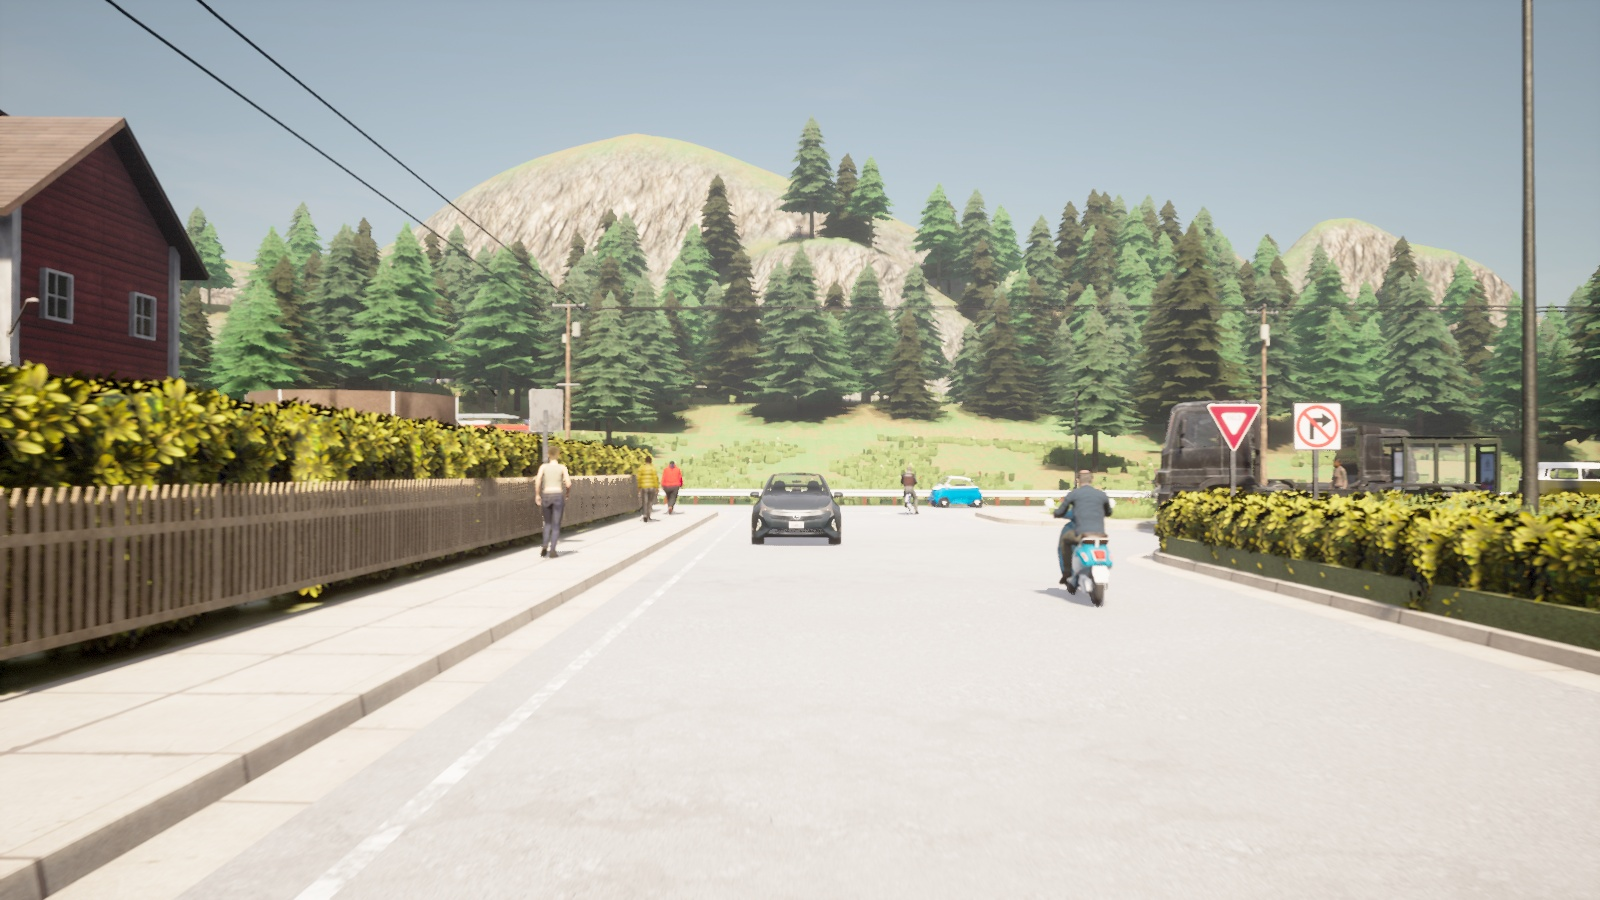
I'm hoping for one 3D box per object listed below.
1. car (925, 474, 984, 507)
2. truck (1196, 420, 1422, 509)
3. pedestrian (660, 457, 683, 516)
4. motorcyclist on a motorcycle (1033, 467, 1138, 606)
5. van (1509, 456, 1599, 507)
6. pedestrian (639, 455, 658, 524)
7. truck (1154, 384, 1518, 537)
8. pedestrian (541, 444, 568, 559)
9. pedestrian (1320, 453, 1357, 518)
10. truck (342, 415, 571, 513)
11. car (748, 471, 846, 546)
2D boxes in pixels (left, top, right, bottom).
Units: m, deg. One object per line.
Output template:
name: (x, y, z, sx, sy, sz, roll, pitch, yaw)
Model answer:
car: (6.620, 1.746, 53.981, 2.207, 1.376, 1.481, 1, -1, -9)
truck: (20.464, 0.602, 50.814, 7.936, 3.462, 2.891, 0, -1, 0)
pedestrian: (-4.100, 1.157, 40.078, 0.634, 1.844, 0.899, 0, -1, 2)
motorcyclist on a motorcycle: (3.463, 1.012, 15.399, 0.866, 1.590, 1.817, 0, -1, 0)
van: (31.517, 1.262, 50.771, 4.480, 2.038, 2.069, 0, -1, 0)
pedestrian: (-4.104, 1.056, 34.032, 0.431, 1.840, 0.709, 0, -1, -1)
truck: (13.088, 0.303, 31.222, 7.936, 3.462, 2.891, -1, -1, 23)
pedestrian: (-3.981, 0.827, 20.352, 0.345, 1.836, 0.594, 0, -1, -2)
pedestrian: (15.009, 0.996, 35.008, 0.869, 1.805, 0.328, 0, -1, 3)
truck: (-13.802, 0.558, 50.913, 8.468, 3.827, 2.891, 0, -1, 0)
car: (-0.066, 1.229, 27.934, 2.007, 1.525, 4.514, 0, -1, 0)
